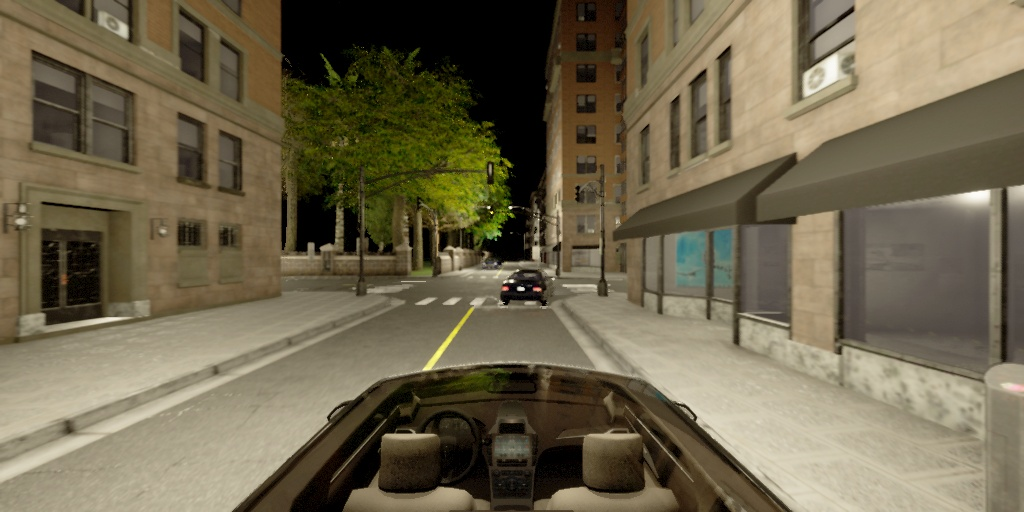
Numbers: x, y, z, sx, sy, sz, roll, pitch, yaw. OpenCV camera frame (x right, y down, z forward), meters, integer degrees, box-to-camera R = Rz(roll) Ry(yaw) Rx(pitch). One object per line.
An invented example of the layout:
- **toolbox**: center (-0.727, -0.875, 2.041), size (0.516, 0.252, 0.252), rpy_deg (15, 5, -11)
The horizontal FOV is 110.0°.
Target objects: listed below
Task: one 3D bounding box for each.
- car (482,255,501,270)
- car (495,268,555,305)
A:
- **car**: center (-3.042, 1.024, 50.449), size (2.097, 1.767, 4.553), rpy_deg (0, 0, 0)
- **car**: center (0.820, 1.287, 15.927), size (2.033, 1.411, 5.357), rpy_deg (0, 0, 11)
